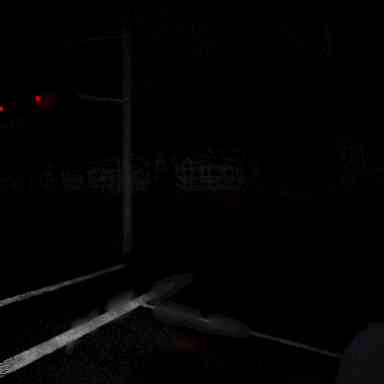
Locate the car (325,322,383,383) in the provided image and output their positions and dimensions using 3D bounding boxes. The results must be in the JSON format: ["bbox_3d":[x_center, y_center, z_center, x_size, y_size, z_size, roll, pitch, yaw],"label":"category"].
[{"bbox_3d":[3.193,1.579,1.715,4.718,1.301,1.895,-1,-1,35],"label":"car"}]
